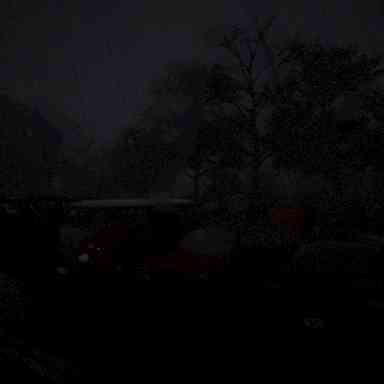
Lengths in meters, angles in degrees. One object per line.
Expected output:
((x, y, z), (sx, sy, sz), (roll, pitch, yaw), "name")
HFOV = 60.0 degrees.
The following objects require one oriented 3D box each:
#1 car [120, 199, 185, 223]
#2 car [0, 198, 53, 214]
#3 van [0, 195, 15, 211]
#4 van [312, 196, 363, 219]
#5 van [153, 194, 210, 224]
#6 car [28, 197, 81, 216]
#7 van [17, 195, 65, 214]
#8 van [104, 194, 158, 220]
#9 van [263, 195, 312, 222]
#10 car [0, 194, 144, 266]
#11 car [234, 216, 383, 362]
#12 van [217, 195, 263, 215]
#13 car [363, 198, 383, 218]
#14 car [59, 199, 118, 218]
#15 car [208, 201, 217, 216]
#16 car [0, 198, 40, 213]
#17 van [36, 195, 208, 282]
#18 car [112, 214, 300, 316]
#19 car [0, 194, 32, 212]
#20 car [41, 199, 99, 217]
((-2.943, 1.417, 26.195), (1.946, 1.575, 5.366), (0, 0, 36), "car")
((-18.610, 1.539, 37.625), (2.231, 1.521, 4.892), (0, 0, 36), "car")
((-25.394, 1.388, 42.631), (1.878, 1.987, 4.442), (-1, -1, 36), "van")
((8.379, 1.215, 18.464), (1.878, 1.987, 4.442), (1, 0, 36), "van")
((-0.653, 1.177, 24.640), (1.878, 1.987, 4.442), (0, 0, 36), "van")
((-14.120, 1.379, 34.381), (2.185, 1.767, 4.553), (0, 0, 36), "car")
((-16.287, 1.295, 36.114), (1.878, 1.987, 4.442), (0, 0, 36), "van")
((-5.022, 1.211, 28.054), (1.878, 1.987, 4.442), (0, 0, 36), "van")
((6.228, 1.188, 20.003), (1.878, 1.987, 4.442), (1, 0, 36), "van")
((-3.809, 1.135, 10.994), (2.435, 2.045, 5.566), (1, 0, 36), "car")
((2.942, 1.470, 6.121), (2.097, 1.535, 5.008), (1, 0, 36), "car")
((3.732, 1.160, 21.503), (1.878, 1.987, 4.442), (0, 0, 36), "van")
((10.548, 1.217, 16.734), (2.435, 2.045, 5.566), (1, 0, 36), "car")
((-9.597, 1.470, 31.178), (2.097, 1.535, 5.008), (0, 0, 36), "car")
((1.672, 1.386, 23.127), (2.097, 1.535, 5.008), (0, 0, 36), "car")
((-20.965, 1.554, 39.090), (1.946, 1.575, 5.366), (-1, 0, 36), "car")
((-1.636, 1.189, 9.260), (1.878, 1.987, 4.442), (1, 0, 36), "van")
((0.689, 1.482, 7.744), (2.002, 1.452, 4.674), (1, 0, 36), "car")
((-23.094, 1.328, 40.876), (2.435, 2.045, 5.566), (-1, -1, 36), "car")
((-11.953, 1.488, 32.863), (2.097, 1.535, 5.008), (0, 0, 36), "car")
